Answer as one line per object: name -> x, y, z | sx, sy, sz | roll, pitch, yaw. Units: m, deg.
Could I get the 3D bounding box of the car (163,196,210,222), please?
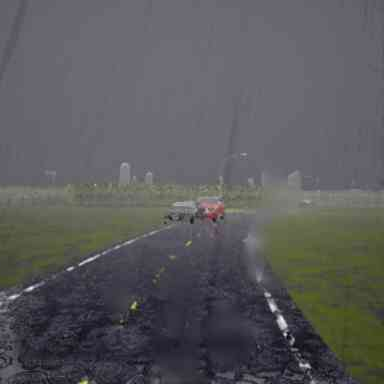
car -> -0.385, 1.198, 21.250 | 1.882, 1.535, 5.008 | 0, 0, 12

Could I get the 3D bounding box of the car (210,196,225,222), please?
car -> 1.382, 1.377, 28.122 | 2.150, 2.045, 5.566 | 0, -1, 15

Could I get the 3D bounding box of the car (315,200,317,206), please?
car -> 25.571, 2.251, 70.914 | 1.895, 1.301, 4.718 | 0, 0, 21

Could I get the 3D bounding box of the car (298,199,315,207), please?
car -> 21.029, 2.083, 61.684 | 1.812, 1.442, 4.674 | 0, -1, 27
